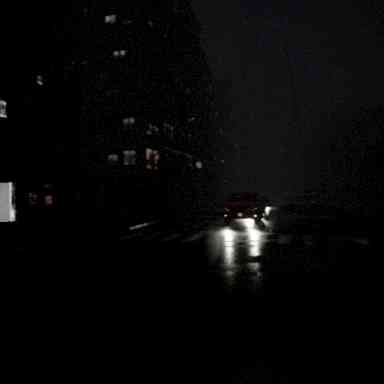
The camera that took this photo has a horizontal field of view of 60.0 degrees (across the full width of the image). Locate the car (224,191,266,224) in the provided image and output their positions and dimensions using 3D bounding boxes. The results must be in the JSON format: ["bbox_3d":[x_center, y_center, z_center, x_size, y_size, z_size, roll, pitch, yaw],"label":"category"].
[{"bbox_3d":[3.620,0.985,22.768,2.150,2.045,5.566,-1,0,15],"label":"car"}]

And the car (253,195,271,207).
[{"bbox_3d":[8.851,1.108,41.855,1.994,1.385,4.181,-1,0,15],"label":"car"}]

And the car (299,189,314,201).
[{"bbox_3d":[20.419,0.475,59.277,2.150,2.045,5.566,-1,0,15],"label":"car"}]

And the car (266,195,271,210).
[{"bbox_3d":[6.235,1.144,32.333,2.128,1.511,4.902,-1,0,15],"label":"car"}]
